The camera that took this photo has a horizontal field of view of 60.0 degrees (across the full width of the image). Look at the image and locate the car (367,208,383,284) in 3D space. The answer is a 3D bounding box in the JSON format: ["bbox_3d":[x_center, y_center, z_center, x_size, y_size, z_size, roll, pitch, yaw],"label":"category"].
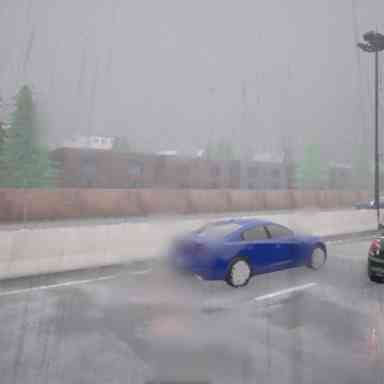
[{"bbox_3d":[6.447,1.359,8.373,4.553,1.767,2.097,0,0,-35],"label":"car"}]

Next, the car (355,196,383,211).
[{"bbox_3d":[22.562,1.374,41.573,4.553,1.767,2.097,0,0,-35],"label":"car"}]

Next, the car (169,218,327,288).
[{"bbox_3d":[1.761,1.481,9.344,5.008,1.535,1.882,0,0,-35],"label":"car"}]
